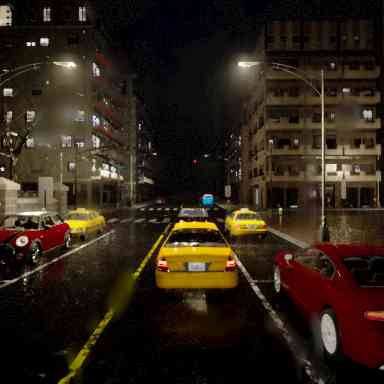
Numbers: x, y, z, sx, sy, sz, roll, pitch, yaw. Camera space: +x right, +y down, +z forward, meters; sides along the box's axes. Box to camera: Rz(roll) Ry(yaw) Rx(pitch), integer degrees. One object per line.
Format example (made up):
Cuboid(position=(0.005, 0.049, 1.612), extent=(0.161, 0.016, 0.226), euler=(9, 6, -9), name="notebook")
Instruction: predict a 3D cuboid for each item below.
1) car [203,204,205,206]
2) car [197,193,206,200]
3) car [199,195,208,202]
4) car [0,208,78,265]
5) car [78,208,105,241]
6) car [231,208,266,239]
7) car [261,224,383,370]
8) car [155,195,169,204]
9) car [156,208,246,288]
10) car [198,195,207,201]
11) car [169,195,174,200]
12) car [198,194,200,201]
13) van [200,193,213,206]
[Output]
Cuboid(position=(0.079, 1.603, 19.652), extent=(1.895, 1.301, 4.718), euler=(0, 0, 0), name="car")
Cuboid(position=(2.574, 1.249, 89.045), extent=(2.192, 1.841, 5.009), euler=(1, 0, 0), name="car")
Cuboid(position=(2.587, 1.503, 77.703), extent=(2.008, 1.369, 4.403), euler=(1, 0, 0), name="car")
Cuboid(position=(-5.698, 1.442, 11.417), extent=(1.967, 1.590, 4.097), euler=(1, 0, 0), name="car")
Cuboid(position=(-5.707, 1.528, 16.862), extent=(1.752, 1.417, 4.829), euler=(1, 0, 0), name="car")
Cuboid(position=(2.673, 1.527, 17.197), extent=(1.752, 1.417, 4.829), euler=(1, 0, 0), name="car")
Cuboid(position=(2.689, 1.546, 5.793), extent=(1.887, 1.381, 4.507), euler=(1, 0, 0), name="car")
Cuboid(position=(-5.770, 1.556, 60.736), extent=(1.802, 1.307, 4.206), euler=(1, 0, 0), name="car")
Cuboid(position=(0.086, 1.458, 9.163), extent=(1.801, 1.575, 5.366), euler=(0, 0, 0), name="car")
Cuboid(position=(2.579, 1.494, 83.374), extent=(2.008, 1.369, 4.403), euler=(1, 0, 0), name="car")
Cuboid(position=(-5.810, 1.516, 89.091), extent=(1.802, 1.307, 4.206), euler=(1, 0, 0), name="car")
Cuboid(position=(2.611, 1.519, 60.692), extent=(1.887, 1.381, 4.507), euler=(1, 0, 0), name="car")
Cuboid(position=(2.622, 1.321, 55.019), extent=(1.690, 1.788, 3.998), euler=(1, 0, 0), name="van")
